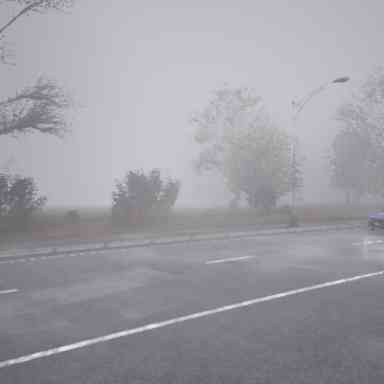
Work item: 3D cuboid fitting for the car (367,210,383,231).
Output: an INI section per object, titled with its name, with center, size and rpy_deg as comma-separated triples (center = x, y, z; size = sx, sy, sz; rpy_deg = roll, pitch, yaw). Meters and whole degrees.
[car]
center = 12.134, 1.440, 18.726
size = 5.008, 1.535, 1.882
rpy_deg = 0, 0, -25
